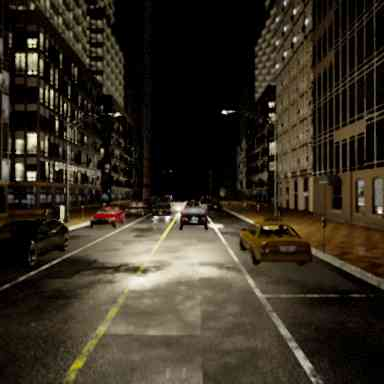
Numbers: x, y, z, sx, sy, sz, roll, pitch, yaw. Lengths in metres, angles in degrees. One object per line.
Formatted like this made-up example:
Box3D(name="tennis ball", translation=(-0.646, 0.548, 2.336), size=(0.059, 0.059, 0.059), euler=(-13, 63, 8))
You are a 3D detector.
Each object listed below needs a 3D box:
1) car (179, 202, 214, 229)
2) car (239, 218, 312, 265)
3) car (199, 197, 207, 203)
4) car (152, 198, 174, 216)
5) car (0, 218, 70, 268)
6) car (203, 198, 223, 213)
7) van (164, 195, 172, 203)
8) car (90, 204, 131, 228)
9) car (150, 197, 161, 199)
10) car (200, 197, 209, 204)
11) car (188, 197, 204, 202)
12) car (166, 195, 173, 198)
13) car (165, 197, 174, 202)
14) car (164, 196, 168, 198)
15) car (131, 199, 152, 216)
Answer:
Box3D(name="car", translation=(0.105, 1.643, 22.292), size=(2.033, 1.411, 5.357), euler=(0, 0, 0))
Box3D(name="car", translation=(2.697, 1.577, 11.692), size=(1.752, 1.417, 4.829), euler=(0, 0, 0))
Box3D(name="car", translation=(2.711, 1.836, 79.996), size=(1.752, 1.417, 4.829), euler=(0, 0, 0))
Box3D(name="car", translation=(-3.069, 1.695, 35.214), size=(2.033, 1.411, 5.357), euler=(0, 0, 0))
Box3D(name="car", translation=(-5.684, 1.617, 11.536), size=(1.947, 1.339, 4.313), euler=(0, 0, 0))
Box3D(name="car", translation=(2.703, 1.732, 39.983), size=(1.947, 1.339, 4.313), euler=(0, 0, 0))
Box3D(name="van", translation=(-5.668, 1.651, 79.843), size=(1.690, 1.788, 3.998), euler=(0, 0, 0))
Box3D(name="car", translation=(-5.681, 1.680, 22.919), size=(1.802, 1.307, 4.206), euler=(0, 0, 0))
Box3D(name="car", translation=(-5.677, 1.733, 45.689), size=(1.887, 1.381, 4.507), euler=(0, 0, 0))
Box3D(name="car", translation=(2.710, 1.873, 74.134), size=(1.802, 1.307, 4.206), euler=(0, 0, 0))
Box3D(name="car", translation=(0.109, 1.719, 41.590), size=(2.033, 1.411, 5.357), euler=(0, 0, 0))
Box3D(name="car", translation=(-5.670, 1.731, 74.150), size=(1.967, 1.590, 4.097), euler=(0, 0, 0))
Box3D(name="car", translation=(-5.668, 1.896, 85.535), size=(1.947, 1.339, 4.313), euler=(0, 0, 0))
Box3D(name="car", translation=(-5.674, 1.812, 57.074), size=(1.802, 1.307, 4.206), euler=(0, 0, 0))
Box3D(name="car", translation=(-5.679, 1.694, 34.305), size=(2.008, 1.369, 4.403), euler=(0, 0, 0))
